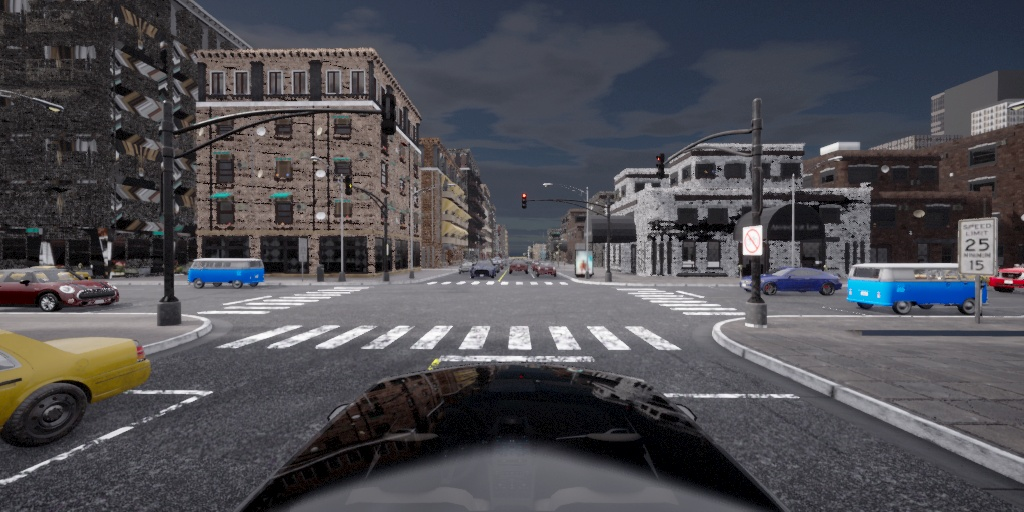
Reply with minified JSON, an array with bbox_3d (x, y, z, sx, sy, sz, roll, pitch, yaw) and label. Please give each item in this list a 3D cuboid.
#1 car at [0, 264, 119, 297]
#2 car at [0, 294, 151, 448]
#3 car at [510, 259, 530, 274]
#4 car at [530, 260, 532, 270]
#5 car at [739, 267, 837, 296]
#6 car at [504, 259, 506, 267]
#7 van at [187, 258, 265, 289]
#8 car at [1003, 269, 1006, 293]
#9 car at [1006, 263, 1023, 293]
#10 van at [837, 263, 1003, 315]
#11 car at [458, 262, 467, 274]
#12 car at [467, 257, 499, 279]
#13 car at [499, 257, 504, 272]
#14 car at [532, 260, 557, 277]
[{"bbox_3d":[-17.528,1.190,13.527,4.097,1.591,1.967,0,0,1],"label":"car"},{"bbox_3d":[-5.680,1.275,2.629,1.751,1.417,4.829,0,0,1],"label":"car"},{"bbox_3d":[0.789,1.114,42.604,2.097,1.767,4.553,0,0,1],"label":"car"},{"bbox_3d":[3.447,1.347,46.511,1.802,1.307,4.207,0,0,1],"label":"car"},{"bbox_3d":[14.689,1.298,19.003,4.674,1.442,1.812,0,0,2],"label":"car"},{"bbox_3d":[-2.225,1.297,53.021,1.812,1.442,4.674,0,0,1],"label":"car"},{"bbox_3d":[-17.429,1.030,21.907,3.998,1.789,1.690,0,0,1],"label":"van"},{"bbox_3d":[25.820,1.308,21.494,4.829,1.417,1.751,0,0,1],"label":"car"},{"bbox_3d":[28.933,1.034,18.866,5.566,2.045,2.150,0,0,1],"label":"car"},{"bbox_3d":[14.849,1.156,13.218,3.998,1.789,1.690,0,0,1],"label":"van"},{"bbox_3d":[-5.029,1.311,40.945,2.007,1.370,4.403,0,0,1],"label":"car"},{"bbox_3d":[-2.569,1.106,33.154,2.097,1.767,4.553,0,0,1],"label":"car"},{"bbox_3d":[-2.400,1.254,43.061,2.128,1.511,4.902,0,0,1],"label":"car"},{"bbox_3d":[3.254,1.195,35.119,1.967,1.591,4.097,0,0,1],"label":"car"}]
